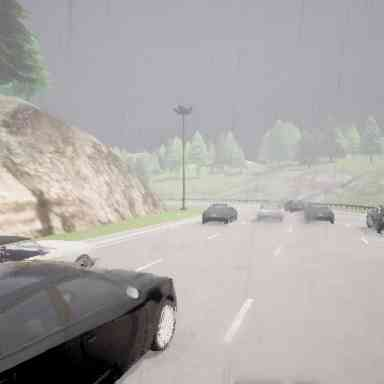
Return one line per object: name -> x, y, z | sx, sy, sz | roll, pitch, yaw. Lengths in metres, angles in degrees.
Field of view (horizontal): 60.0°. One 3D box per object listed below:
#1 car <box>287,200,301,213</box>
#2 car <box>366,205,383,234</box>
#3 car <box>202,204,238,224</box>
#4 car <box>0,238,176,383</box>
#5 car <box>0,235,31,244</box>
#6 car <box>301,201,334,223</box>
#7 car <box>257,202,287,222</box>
car -> 11.578, 1.564, 37.433 | 1.994, 1.385, 4.181 | 0, 0, 2
car -> 11.240, 1.491, 18.934 | 2.128, 1.511, 4.902 | 0, 0, 20
car -> 2.148, 1.564, 24.807 | 1.994, 1.385, 4.181 | 0, 0, 18
car -> -1.780, 1.477, 3.517 | 1.882, 1.535, 5.008 | 0, 0, 20
car -> -4.136, 1.601, 7.290 | 1.895, 1.301, 4.718 | 0, 0, 20
car -> 9.676, 1.564, 25.533 | 1.994, 1.385, 4.181 | 0, 0, 17
car -> 6.427, 1.601, 26.847 | 1.895, 1.301, 4.718 | 0, 0, 17
